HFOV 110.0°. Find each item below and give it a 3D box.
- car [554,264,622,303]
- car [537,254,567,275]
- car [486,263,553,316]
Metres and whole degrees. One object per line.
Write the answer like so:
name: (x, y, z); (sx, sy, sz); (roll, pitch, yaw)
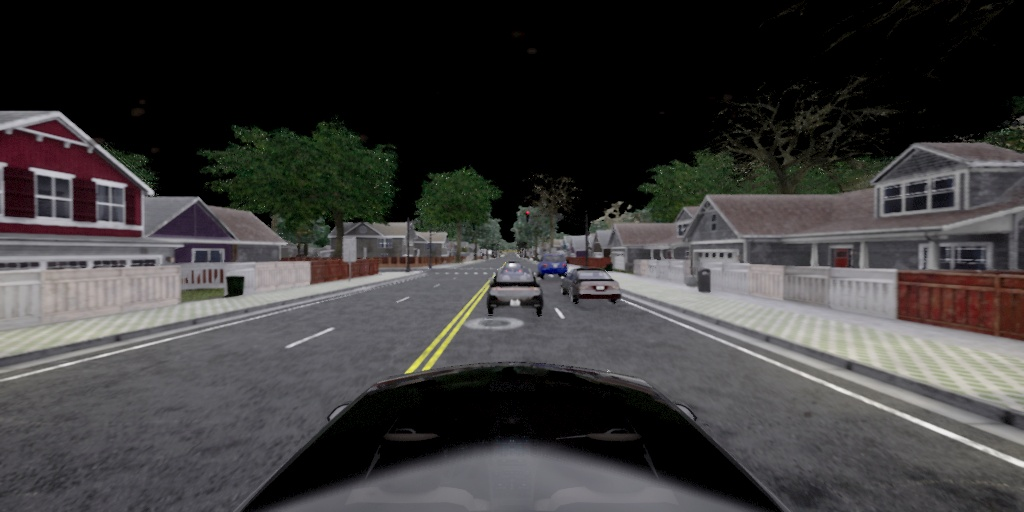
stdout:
car: (3.355, 1.247, 16.135); (2.033, 1.411, 5.357); (0, 0, 0)
car: (3.355, 0.870, 30.350); (2.150, 2.045, 5.566); (0, 0, 0)
car: (0.102, 1.202, 13.210); (2.128, 1.511, 4.902); (0, 0, 0)
